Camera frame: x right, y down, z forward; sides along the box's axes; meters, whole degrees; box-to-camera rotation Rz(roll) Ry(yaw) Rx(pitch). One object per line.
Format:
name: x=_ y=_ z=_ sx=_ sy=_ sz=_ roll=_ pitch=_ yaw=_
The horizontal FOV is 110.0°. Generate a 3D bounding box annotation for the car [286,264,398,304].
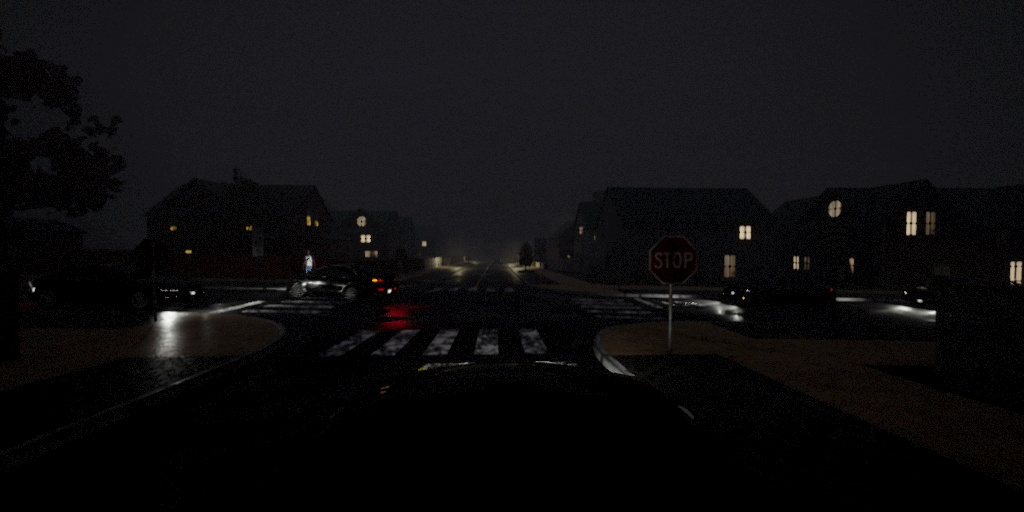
car: x=-7.186 y=1.073 z=15.136 sx=4.892 sy=1.490 sz=1.837 roll=2 pitch=-2 yaw=19

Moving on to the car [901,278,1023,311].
car: x=21.270 y=1.717 z=16.429 sx=5.357 sy=1.411 sz=2.033 roll=1 pitch=1 yaw=-2

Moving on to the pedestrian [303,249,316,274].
pedestrian: x=-10.407 y=0.548 z=18.425 sx=0.375 sy=1.860 sz=0.375 roll=0 pitch=0 yaw=-2

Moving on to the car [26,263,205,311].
car: x=-13.594 y=0.997 z=12.484 sx=4.892 sy=1.490 sz=1.837 roll=1 pitch=1 yaw=-2

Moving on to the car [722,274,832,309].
car: x=11.922 y=1.525 z=16.160 sx=4.181 sy=1.385 sz=1.994 roll=1 pitch=1 yaw=-1
